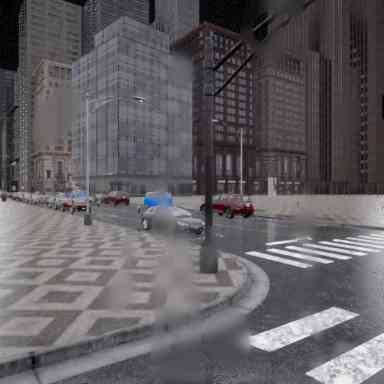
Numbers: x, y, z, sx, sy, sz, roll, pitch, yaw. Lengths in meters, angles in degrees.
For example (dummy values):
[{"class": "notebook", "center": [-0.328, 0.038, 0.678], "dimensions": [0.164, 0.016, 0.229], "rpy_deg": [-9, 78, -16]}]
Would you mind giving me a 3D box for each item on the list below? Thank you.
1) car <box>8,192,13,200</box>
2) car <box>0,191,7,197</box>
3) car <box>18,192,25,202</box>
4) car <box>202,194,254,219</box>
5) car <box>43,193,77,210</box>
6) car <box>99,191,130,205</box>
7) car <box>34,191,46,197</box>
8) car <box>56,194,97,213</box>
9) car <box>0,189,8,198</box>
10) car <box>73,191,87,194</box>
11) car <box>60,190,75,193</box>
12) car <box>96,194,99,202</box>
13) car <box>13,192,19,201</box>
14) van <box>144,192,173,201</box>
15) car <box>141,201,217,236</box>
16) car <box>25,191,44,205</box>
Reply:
[{"class": "car", "center": [-29.613, 0.747, 56.945], "dimensions": [1.887, 1.381, 4.507], "rpy_deg": [1, 0, -36]}, {"class": "car", "center": [-45.374, 0.482, 79.020], "dimensions": [1.752, 1.417, 4.829], "rpy_deg": [1, 0, -36]}, {"class": "car", "center": [-23.269, 0.874, 48.059], "dimensions": [2.008, 1.369, 4.403], "rpy_deg": [1, 0, -36]}, {"class": "car", "center": [2.712, 1.050, 26.345], "dimensions": [2.192, 1.841, 5.009], "rpy_deg": [1, 0, -36]}, {"class": "car", "center": [-13.752, 1.074, 34.729], "dimensions": [2.008, 1.369, 4.403], "rpy_deg": [1, 0, -36]}, {"class": "car", "center": [-9.978, 0.766, 44.119], "dimensions": [2.192, 1.841, 5.009], "rpy_deg": [1, 0, -36]}, {"class": "car", "center": [-38.534, 0.495, 84.109], "dimensions": [1.887, 1.381, 4.507], "rpy_deg": [0, 0, -36]}, {"class": "car", "center": [-10.580, 1.139, 30.287], "dimensions": [1.887, 1.381, 4.507], "rpy_deg": [1, 0, -36]}, {"class": "car", "center": [-39.130, 0.611, 70.273], "dimensions": [1.947, 1.339, 4.313], "rpy_deg": [1, 0, -36]}, {"class": "car", "center": [-16.199, 0.967, 48.388], "dimensions": [1.895, 1.301, 4.718], "rpy_deg": [0, 1, -36]}, {"class": "car", "center": [-21.923, 0.778, 56.405], "dimensions": [1.812, 1.442, 4.674], "rpy_deg": [0, 1, -35]}, {"class": "car", "center": [-13.154, 0.934, 48.564], "dimensions": [2.008, 1.369, 4.403], "rpy_deg": [1, 0, -36]}, {"class": "car", "center": [-26.440, 0.702, 52.502], "dimensions": [1.967, 1.590, 4.097], "rpy_deg": [1, 0, -36]}, {"class": "van", "center": [-3.633, 0.930, 35.232], "dimensions": [1.690, 1.788, 3.998], "rpy_deg": [1, 0, -36]}, {"class": "car", "center": [-1.065, 1.367, 16.959], "dimensions": [2.008, 1.369, 4.403], "rpy_deg": [1, 0, -36]}, {"class": "car", "center": [-20.097, 0.939, 43.616], "dimensions": [2.008, 1.369, 4.403], "rpy_deg": [1, 0, -36]}]
